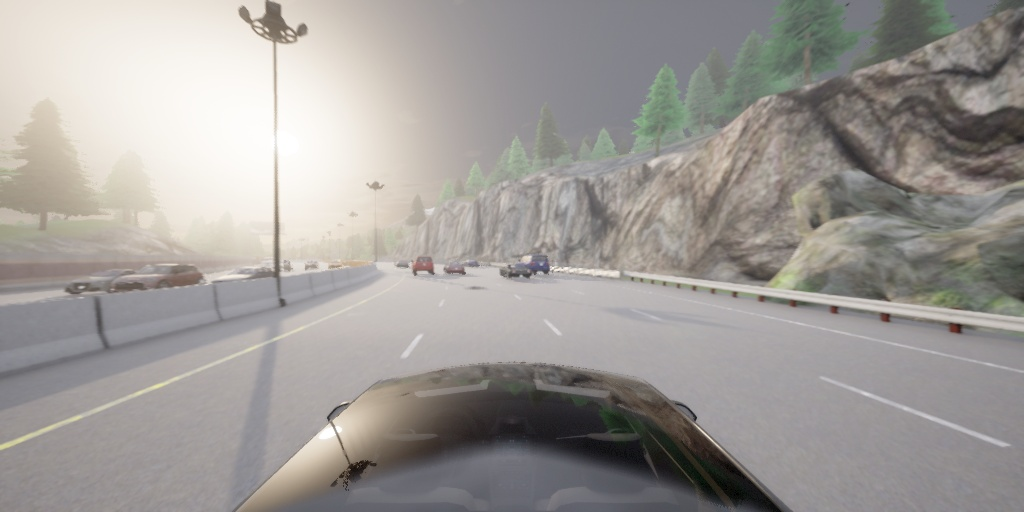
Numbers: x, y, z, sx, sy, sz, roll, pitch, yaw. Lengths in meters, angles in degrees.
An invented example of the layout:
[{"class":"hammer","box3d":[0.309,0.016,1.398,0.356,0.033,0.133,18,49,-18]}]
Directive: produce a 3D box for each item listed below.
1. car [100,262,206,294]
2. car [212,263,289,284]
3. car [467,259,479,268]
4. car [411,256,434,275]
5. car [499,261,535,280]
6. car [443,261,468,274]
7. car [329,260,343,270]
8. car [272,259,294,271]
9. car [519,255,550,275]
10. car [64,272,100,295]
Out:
[{"class":"car","box3d":[-19.909,1.252,20.426,2.097,1.767,4.553,-1,0,-11]},{"class":"car","box3d":[-16.809,1.418,23.057,2.033,1.411,5.357,-1,0,-11]},{"class":"car","box3d":[-7.273,1.263,62.765,1.812,1.442,4.674,0,0,-25]},{"class":"car","box3d":[-10.044,1.013,40.346,2.150,2.045,5.566,0,0,-18]},{"class":"car","box3d":[0.186,1.312,31.067,1.895,1.301,4.718,0,0,-14]},{"class":"car","box3d":[-6.539,1.323,40.326,1.994,1.385,4.181,0,0,-17]},{"class":"car","box3d":[-27.716,1.403,56.450,1.882,1.535,5.008,0,0,-24]},{"class":"car","box3d":[-34.507,1.511,54.432,1.812,1.442,4.674,0,0,-25]},{"class":"car","box3d":[2.064,0.909,36.851,2.150,2.045,5.566,0,0,-16]},{"class":"car","box3d":[-23.647,1.497,21.342,1.994,1.385,4.181,-1,0,-11]}]
